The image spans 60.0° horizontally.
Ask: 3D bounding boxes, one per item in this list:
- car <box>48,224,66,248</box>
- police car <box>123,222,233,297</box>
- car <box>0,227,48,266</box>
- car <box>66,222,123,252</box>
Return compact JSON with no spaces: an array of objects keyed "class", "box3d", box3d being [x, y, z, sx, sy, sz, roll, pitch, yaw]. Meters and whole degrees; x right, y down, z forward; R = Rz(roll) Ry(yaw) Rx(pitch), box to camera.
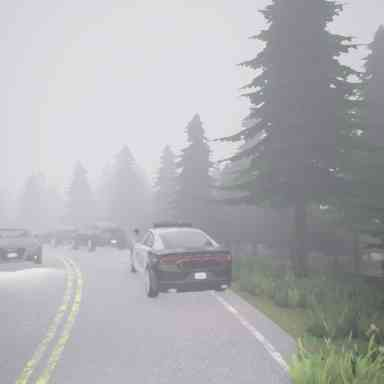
[{"class":"car","box3d":[-9.651,3.101,23.822,5.008,1.535,1.882,-8,-7,43]},{"class":"police car","box3d":[-0.598,1.667,9.422,1.930,1.638,5.238,1,-3,-18]},{"class":"car","box3d":[-7.056,2.116,13.011,1.994,1.385,4.181,1,-5,-29]},{"class":"car","box3d":[-5.397,2.504,18.950,1.837,1.490,4.892,1,-6,-36]}]
